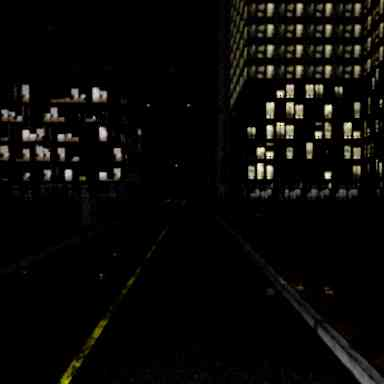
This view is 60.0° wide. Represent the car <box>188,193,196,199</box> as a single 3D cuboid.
[{"bbox_3d":[0.020,1.080,93.531,2.128,1.511,4.902,0,0,0],"label":"car"}]

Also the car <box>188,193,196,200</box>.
[{"bbox_3d":[0.018,1.146,83.113,2.033,1.411,5.357,0,0,0],"label":"car"}]

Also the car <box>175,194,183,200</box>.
[{"bbox_3d":[-2.983,1.167,77.689,2.033,1.411,5.357,0,0,0],"label":"car"}]
